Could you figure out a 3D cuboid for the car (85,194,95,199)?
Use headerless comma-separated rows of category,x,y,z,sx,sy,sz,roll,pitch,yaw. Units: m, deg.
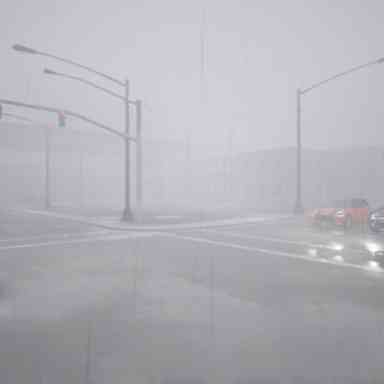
car,-26.229,1.142,85.645,1.853,1.218,4.536,0,0,-9

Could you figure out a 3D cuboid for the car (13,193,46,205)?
car,-28.813,1.144,59.036,2.150,2.045,5.566,0,0,26

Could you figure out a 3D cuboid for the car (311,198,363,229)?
car,9.156,1.180,20.144,4.553,1.767,2.097,-1,1,-39

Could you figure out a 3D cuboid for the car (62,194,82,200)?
car,-29.939,1.308,85.288,4.974,1.542,2.038,0,0,21

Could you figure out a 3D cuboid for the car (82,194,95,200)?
car,-26.220,1.300,85.594,2.038,1.542,4.974,0,0,-9

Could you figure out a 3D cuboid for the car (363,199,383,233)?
car,11.104,1.185,17.219,4.553,1.767,2.097,-1,1,-39

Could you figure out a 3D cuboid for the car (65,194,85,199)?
car,-29.987,1.150,85.306,4.536,1.218,1.853,0,0,21

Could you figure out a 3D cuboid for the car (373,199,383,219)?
car,15.864,1.242,25.595,4.181,1.385,1.994,-1,1,-39
